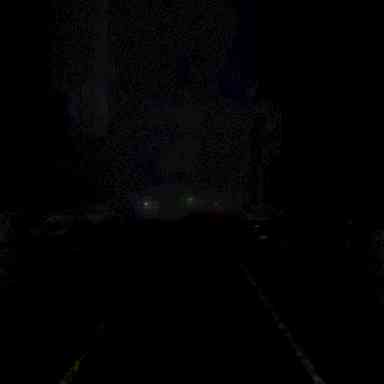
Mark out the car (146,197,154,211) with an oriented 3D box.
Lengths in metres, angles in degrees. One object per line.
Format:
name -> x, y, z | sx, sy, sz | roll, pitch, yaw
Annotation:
car -> -5.745, 1.520, 36.822 | 2.008, 1.369, 4.403 | 0, 0, 0

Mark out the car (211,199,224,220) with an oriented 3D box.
car -> 2.775, 1.521, 25.942 | 1.887, 1.381, 4.507 | 0, 0, 0

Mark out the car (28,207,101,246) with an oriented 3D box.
car -> -5.756, 1.568, 15.071 | 1.802, 1.307, 4.206 | 0, 0, 0

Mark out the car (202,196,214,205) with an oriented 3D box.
car -> 2.791, 1.481, 58.737 | 1.752, 1.417, 4.829 | 0, 0, 0

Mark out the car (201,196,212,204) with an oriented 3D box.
car -> 2.794, 1.498, 64.005 | 1.887, 1.381, 4.507 | 0, 0, 0

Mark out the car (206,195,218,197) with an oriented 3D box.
car -> 2.783, 1.490, 42.425 | 1.752, 1.417, 4.829 | 0, 0, 0

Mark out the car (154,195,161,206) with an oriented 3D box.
car -> -5.737, 1.525, 53.134 | 1.947, 1.339, 4.313 | 0, 0, 0

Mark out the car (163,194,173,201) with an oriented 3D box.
car -> -5.723, 1.390, 80.322 | 1.967, 1.590, 4.097 | 0, 0, 0

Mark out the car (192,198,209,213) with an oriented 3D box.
car -> 0.919, 1.494, 37.647 | 1.812, 1.442, 4.674 | 0, 0, 0

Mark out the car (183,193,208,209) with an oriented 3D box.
car -> 0.360, 1.186, 43.898 | 2.150, 2.045, 5.566 | 0, 0, 11

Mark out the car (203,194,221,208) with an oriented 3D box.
car -> 2.785, 1.276, 47.692 | 2.192, 1.841, 5.009 | 0, 0, 0

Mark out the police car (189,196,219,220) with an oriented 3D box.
police car -> 0.904, 1.402, 27.757 | 1.930, 1.638, 5.238 | 0, 0, 0

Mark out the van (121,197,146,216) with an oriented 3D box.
van -> -5.748, 1.314, 31.384 | 1.690, 1.788, 3.998 | 0, 0, 0

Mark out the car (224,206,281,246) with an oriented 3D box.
car -> 2.770, 1.536, 15.067 | 2.008, 1.369, 4.403 | 0, 0, 0

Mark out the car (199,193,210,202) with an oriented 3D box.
car -> 2.799, 1.266, 74.880 | 2.192, 1.841, 5.009 | 0, 0, 0

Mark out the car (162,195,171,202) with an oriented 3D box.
car -> -5.726, 1.477, 74.715 | 1.752, 1.417, 4.829 | 0, 0, 0

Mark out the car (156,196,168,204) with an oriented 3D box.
car -> -5.731, 1.480, 63.840 | 1.752, 1.417, 4.829 | 0, 0, 0

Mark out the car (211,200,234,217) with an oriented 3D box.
car -> 2.778, 1.498, 31.550 | 1.752, 1.417, 4.829 | 0, 0, 0

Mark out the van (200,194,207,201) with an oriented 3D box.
van -> 2.802, 1.291, 80.318 | 1.690, 1.788, 3.998 | 0, 0, 0

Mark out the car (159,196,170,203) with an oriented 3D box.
car -> -5.729, 1.518, 69.447 | 1.947, 1.339, 4.313 | 0, 0, 0

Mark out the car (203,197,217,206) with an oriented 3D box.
car -> 2.789, 1.509, 53.130 | 2.008, 1.369, 4.403 | 0, 0, 0

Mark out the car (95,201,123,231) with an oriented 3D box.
car -> -5.753, 1.507, 20.339 | 1.752, 1.417, 4.829 | 0, 0, 0

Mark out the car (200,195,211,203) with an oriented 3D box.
car -> 2.796, 1.392, 69.442 | 1.967, 1.590, 4.097 | 0, 0, 0

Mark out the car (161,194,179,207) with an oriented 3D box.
car -> -3.056, 1.450, 50.504 | 2.128, 1.511, 4.902 | 0, 0, 0

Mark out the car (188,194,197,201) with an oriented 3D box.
car -> 0.040, 1.369, 79.421 | 2.128, 1.511, 4.902 | 0, 0, 0

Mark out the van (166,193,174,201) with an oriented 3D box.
van -> -5.721, 1.290, 85.760 | 1.690, 1.788, 3.998 | 0, 0, 0

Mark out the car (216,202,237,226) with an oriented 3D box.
car -> 2.772, 1.526, 20.505 | 1.887, 1.381, 4.507 | 0, 0, 0

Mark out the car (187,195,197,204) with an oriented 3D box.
car -> 0.033, 1.431, 64.526 | 1.882, 1.535, 5.008 | 0, 0, 0
